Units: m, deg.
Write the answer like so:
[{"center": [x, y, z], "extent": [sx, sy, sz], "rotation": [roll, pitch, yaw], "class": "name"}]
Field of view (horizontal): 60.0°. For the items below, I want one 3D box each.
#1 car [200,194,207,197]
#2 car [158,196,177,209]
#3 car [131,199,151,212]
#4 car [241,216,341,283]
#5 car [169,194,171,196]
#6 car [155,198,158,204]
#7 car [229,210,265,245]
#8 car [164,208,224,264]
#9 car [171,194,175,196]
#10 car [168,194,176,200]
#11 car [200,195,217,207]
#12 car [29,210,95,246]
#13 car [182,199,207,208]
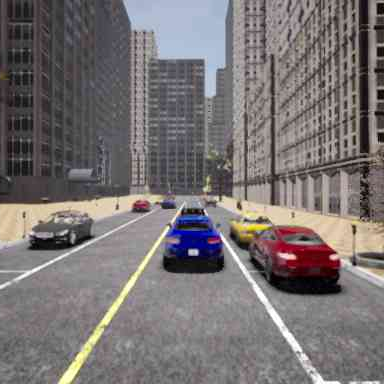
[{"center": [2.990, 1.271, 84.300], "extent": [2.097, 1.767, 4.553], "rotation": [0, 0, 0], "class": "car"}, {"center": [-3.098, 1.565, 44.679], "extent": [1.895, 1.301, 4.718], "rotation": [0, 0, 0], "class": "car"}, {"center": [-5.687, 1.516, 37.569], "extent": [1.887, 1.381, 4.507], "rotation": [1, 0, 0], "class": "car"}, {"center": [2.696, 1.576, 9.377], "extent": [1.802, 1.307, 4.206], "rotation": [1, 0, 0], "class": "car"}, {"center": [-5.690, 1.486, 65.783], "extent": [1.887, 1.381, 4.507], "rotation": [1, 0, 0], "class": "car"}, {"center": [-5.690, 1.473, 59.971], "extent": [1.752, 1.417, 4.829], "rotation": [1, 0, 0], "class": "car"}, {"center": [2.696, 1.515, 15.188], "extent": [1.752, 1.417, 4.829], "rotation": [1, 0, 0], "class": "car"}, {"center": [0.065, 1.518, 11.613], "extent": [1.812, 1.442, 4.674], "rotation": [0, 0, 1], "class": "car"}, {"center": [-5.692, 1.495, 77.069], "extent": [1.947, 1.339, 4.313], "rotation": [1, 0, 0], "class": "car"}, {"center": [-5.693, 1.347, 93.997], "extent": [1.967, 1.590, 4.097], "rotation": [1, 0, 0], "class": "car"}, {"center": [2.692, 1.511, 48.867], "extent": [2.008, 1.369, 4.403], "rotation": [1, 0, 0], "class": "car"}, {"center": [-5.685, 1.541, 14.999], "extent": [2.008, 1.369, 4.403], "rotation": [1, 0, 0], "class": "car"}, {"center": [0.078, 1.580, 29.099], "extent": [1.895, 1.301, 4.718], "rotation": [0, 0, 0], "class": "car"}]
